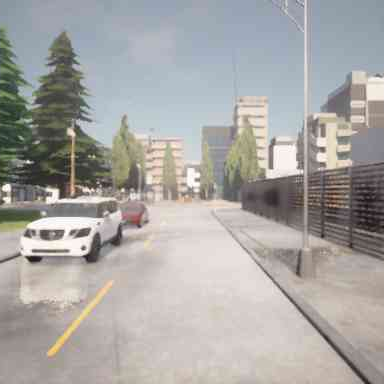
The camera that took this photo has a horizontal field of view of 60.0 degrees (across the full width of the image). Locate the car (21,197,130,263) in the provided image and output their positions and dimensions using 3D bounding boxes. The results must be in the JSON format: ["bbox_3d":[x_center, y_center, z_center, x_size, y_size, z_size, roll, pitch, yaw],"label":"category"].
[{"bbox_3d":[-4.069,1.222,12.393,2.150,2.045,5.566,0,0,1],"label":"car"}]

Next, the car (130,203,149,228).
[{"bbox_3d":[-4.063,1.479,22.407,1.882,1.535,5.008,0,0,0],"label":"car"}]
